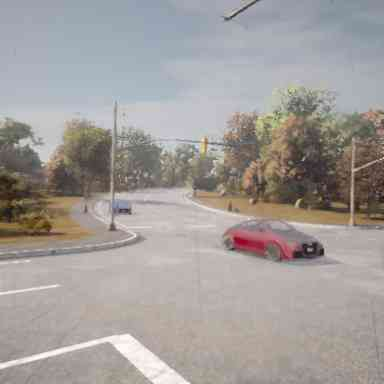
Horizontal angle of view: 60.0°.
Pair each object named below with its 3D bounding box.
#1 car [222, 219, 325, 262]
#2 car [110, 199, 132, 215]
[{"bbox_3d":[3.015,1.774,13.047,1.994,1.385,4.181,2,-1,-31],"label":"car"},{"bbox_3d":[-7.625,1.539,35.458,1.882,1.535,5.008,2,1,-20],"label":"car"}]
